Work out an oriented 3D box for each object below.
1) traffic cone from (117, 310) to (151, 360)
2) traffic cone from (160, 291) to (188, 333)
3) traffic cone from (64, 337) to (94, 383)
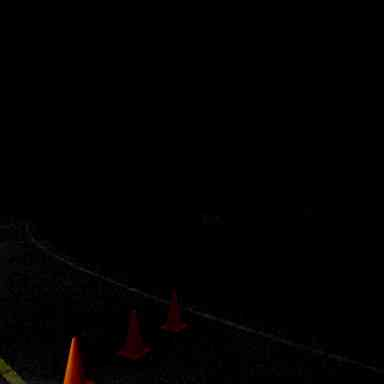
[{"bbox_3d":[-0.809,1.938,4.624,0.340,0.580,0.340,1,1,31],"label":"traffic cone"},{"bbox_3d":[-0.289,1.931,5.475,0.340,0.580,0.340,1,1,31],"label":"traffic cone"},{"bbox_3d":[-1.328,1.945,3.774,0.340,0.580,0.340,1,1,31],"label":"traffic cone"}]
